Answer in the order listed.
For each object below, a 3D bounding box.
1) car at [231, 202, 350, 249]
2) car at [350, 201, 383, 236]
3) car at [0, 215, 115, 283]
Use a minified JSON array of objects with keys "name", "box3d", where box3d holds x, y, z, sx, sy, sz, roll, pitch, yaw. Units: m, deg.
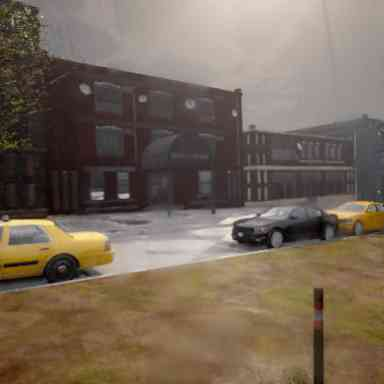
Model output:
[{"name":"car","box3d":[3.847,1.267,13.417,5.008,1.535,2.097,0,0,-33]},{"name":"car","box3d":[8.355,1.230,16.649,5.008,1.535,2.097,0,0,-33]},{"name":"car","box3d":[-4.491,1.314,7.450,5.366,1.575,1.946,0,0,-33]}]
